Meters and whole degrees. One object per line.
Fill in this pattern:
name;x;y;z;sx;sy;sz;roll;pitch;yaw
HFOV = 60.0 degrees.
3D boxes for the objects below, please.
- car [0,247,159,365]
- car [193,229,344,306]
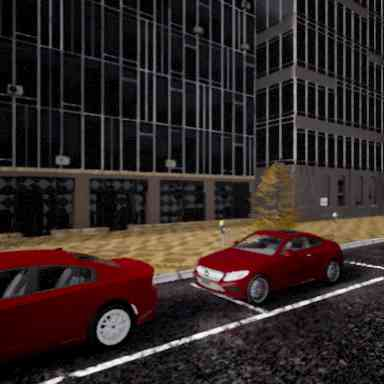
car;-2.647;1.544;4.669;4.507;1.381;1.887;0;0;-35
car;1.989;1.573;7.974;4.206;1.307;1.802;0;0;-35
